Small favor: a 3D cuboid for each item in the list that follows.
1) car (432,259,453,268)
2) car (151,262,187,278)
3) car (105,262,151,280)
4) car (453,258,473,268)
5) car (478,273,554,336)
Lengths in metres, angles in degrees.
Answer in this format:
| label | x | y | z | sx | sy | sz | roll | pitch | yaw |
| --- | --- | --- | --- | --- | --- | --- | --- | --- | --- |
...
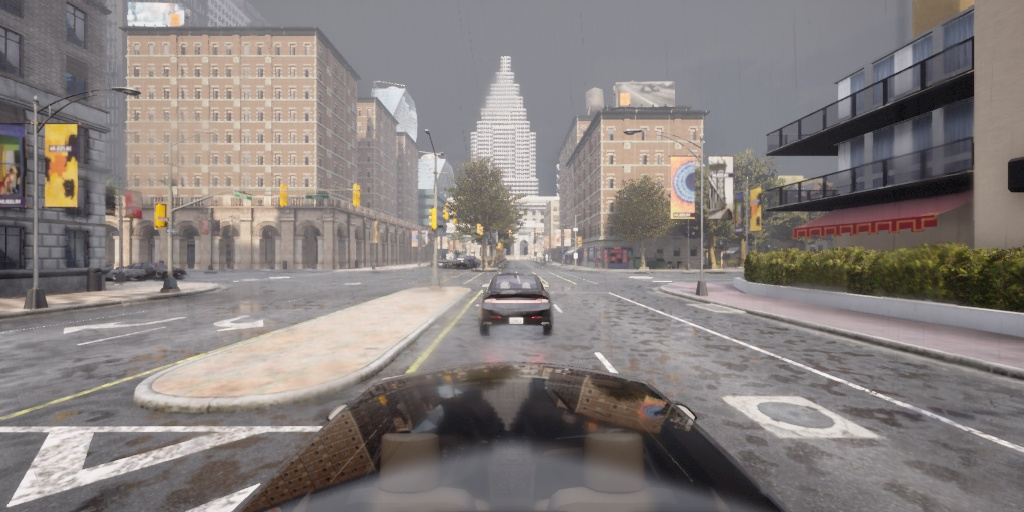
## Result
| label | x | y | z | sx | sy | sz | roll | pitch | yaw |
| --- | --- | --- | --- | --- | --- | --- | --- | --- | --- |
| car | -11.515 | 1.245 | 60.604 | 2.128 | 1.511 | 4.902 | 0 | 0 | 0 |
| car | -33.849 | 1.299 | 33.589 | 5.357 | 1.411 | 2.033 | 0 | 0 | 0 |
| car | -33.826 | 1.352 | 30.091 | 4.718 | 1.301 | 1.895 | 0 | 0 | 0 |
| car | -8.025 | 1.354 | 59.157 | 1.895 | 1.301 | 4.718 | 0 | 0 | 0 |
| car | 0.105 | 1.242 | 10.472 | 2.128 | 1.511 | 4.902 | 0 | 0 | 0 |
